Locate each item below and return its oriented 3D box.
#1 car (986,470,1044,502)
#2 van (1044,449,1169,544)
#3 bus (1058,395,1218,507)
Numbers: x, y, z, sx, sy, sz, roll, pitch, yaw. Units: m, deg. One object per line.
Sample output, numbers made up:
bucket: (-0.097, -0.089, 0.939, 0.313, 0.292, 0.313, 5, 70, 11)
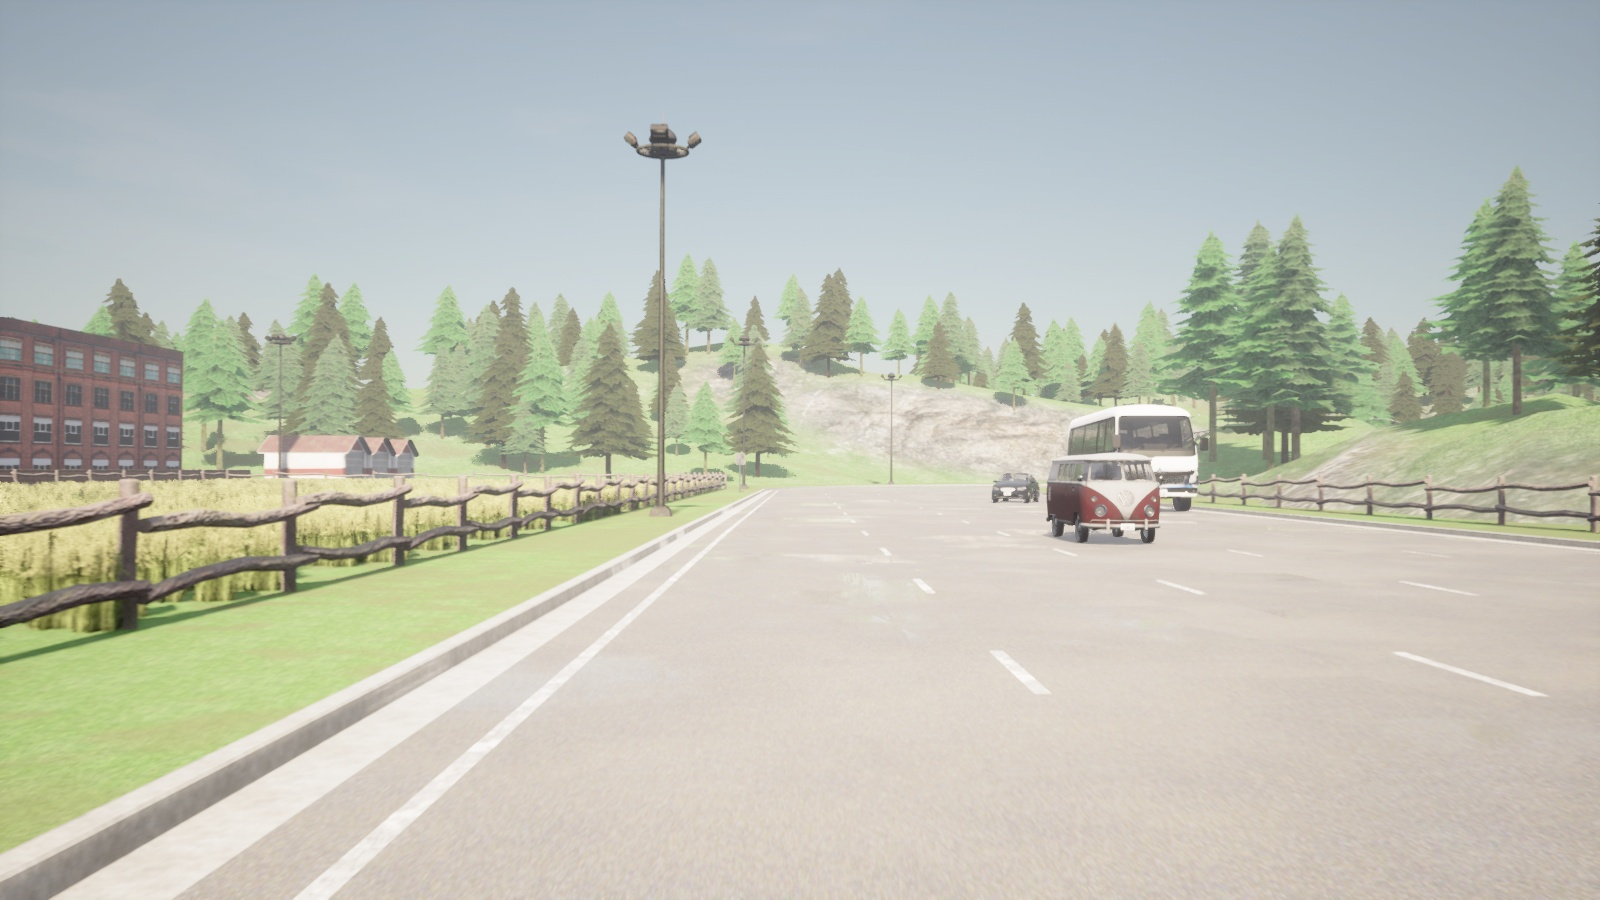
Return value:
car: (10.896, 1.783, 63.352, 2.128, 1.511, 4.902, -1, -1, 19)
van: (6.913, 1.019, 28.784, 1.775, 1.987, 4.442, 0, -1, 0)
bus: (13.942, 0.267, 53.041, 3.944, 4.253, 10.273, 0, -3, 0)
